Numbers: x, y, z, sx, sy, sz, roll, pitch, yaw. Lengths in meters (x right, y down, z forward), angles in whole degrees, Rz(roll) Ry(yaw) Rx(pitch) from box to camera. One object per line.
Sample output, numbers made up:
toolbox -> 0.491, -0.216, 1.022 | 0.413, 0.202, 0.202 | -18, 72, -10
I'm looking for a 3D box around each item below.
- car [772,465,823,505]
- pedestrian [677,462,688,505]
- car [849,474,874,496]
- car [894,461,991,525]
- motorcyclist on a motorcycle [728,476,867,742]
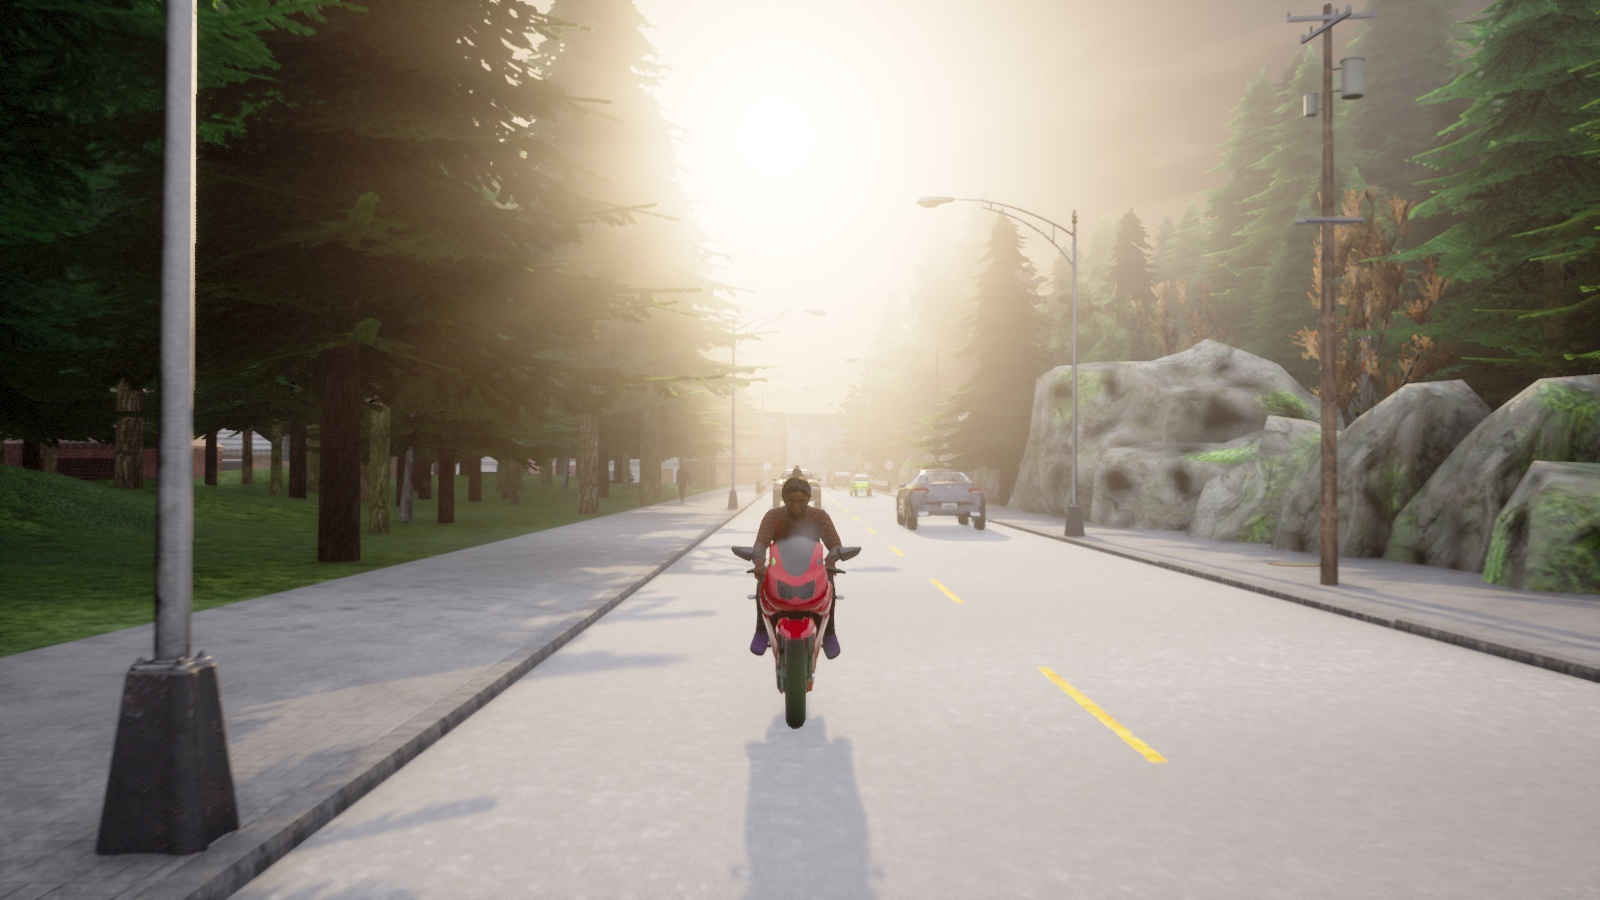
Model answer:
car -> -0.116, 1.517, 55.171 | 2.152, 1.651, 5.027 | 0, -1, 0
pedestrian -> -5.338, 1.503, 57.188 | 0.423, 1.949, 0.788 | 0, -1, 0
car -> 3.836, 2.174, 78.838 | 1.481, 1.376, 2.207 | 0, -1, 0
car -> 3.925, 1.172, 35.539 | 2.152, 1.651, 5.027 | 0, -1, 0
motorcyclist on a motorcycle -> -0.017, 0.935, 8.266 | 0.797, 1.523, 2.044 | 0, -1, 0
